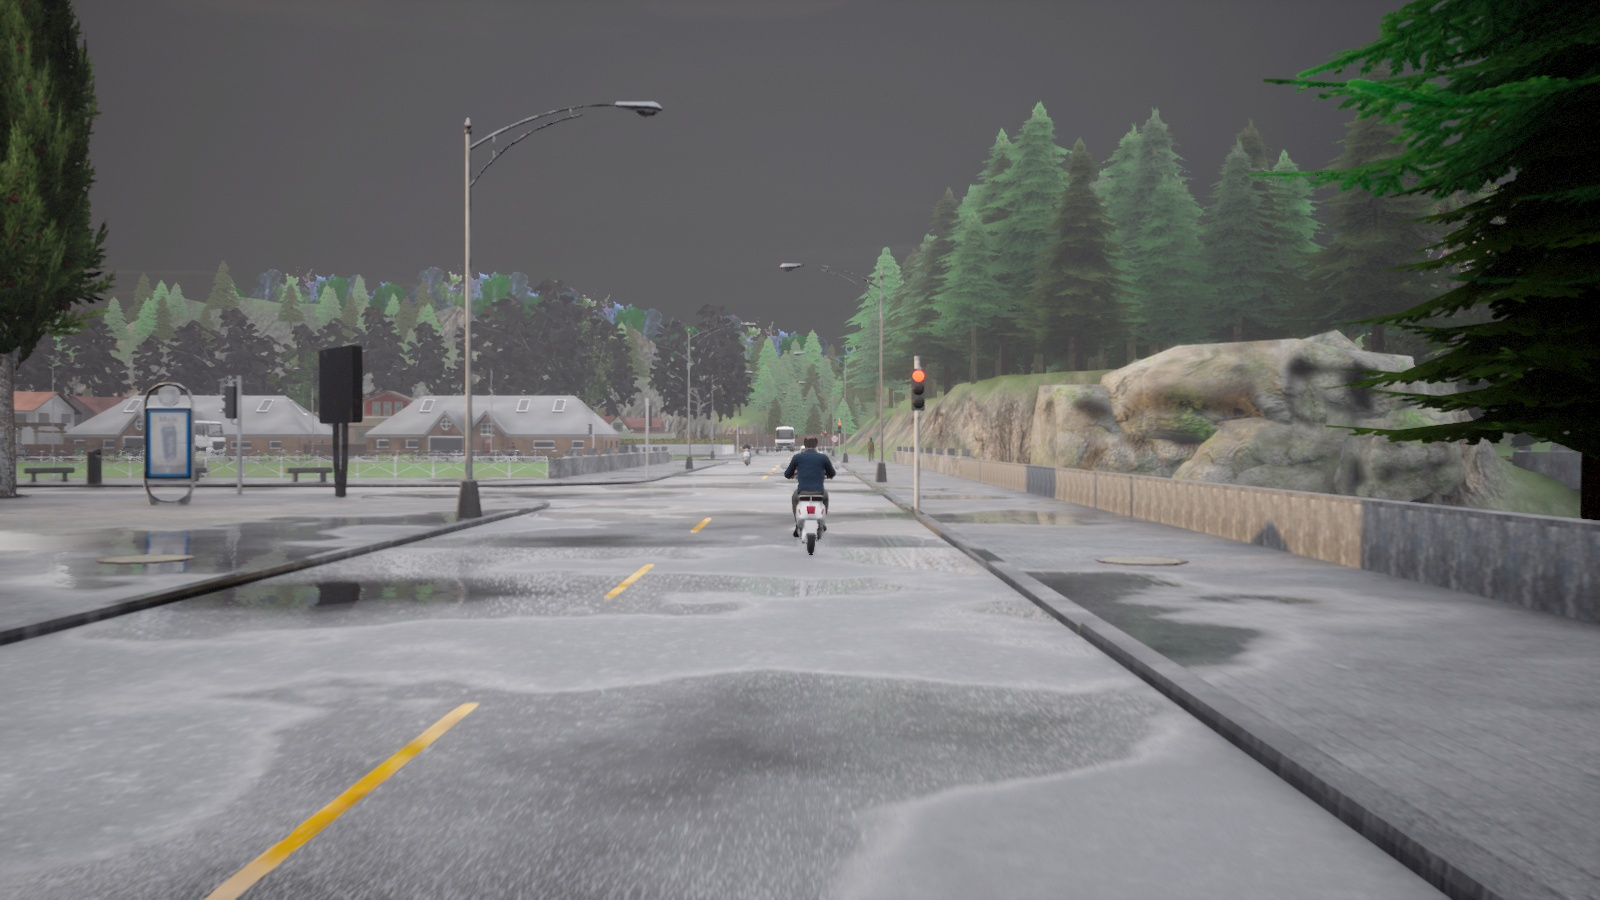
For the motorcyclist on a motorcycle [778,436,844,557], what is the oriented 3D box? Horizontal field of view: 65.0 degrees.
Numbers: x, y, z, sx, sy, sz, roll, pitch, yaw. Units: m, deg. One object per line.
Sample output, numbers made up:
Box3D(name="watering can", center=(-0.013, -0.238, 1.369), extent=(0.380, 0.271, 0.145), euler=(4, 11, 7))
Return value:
Box3D(name="motorcyclist on a motorcycle", center=(0.145, 0.602, 17.389), extent=(0.866, 1.590, 1.817), euler=(0, 0, 0))
